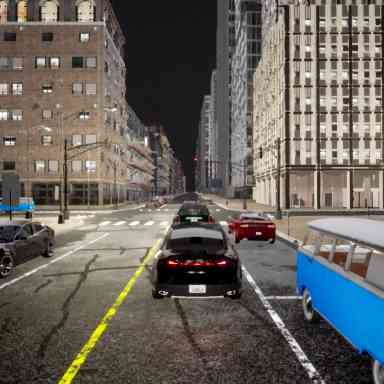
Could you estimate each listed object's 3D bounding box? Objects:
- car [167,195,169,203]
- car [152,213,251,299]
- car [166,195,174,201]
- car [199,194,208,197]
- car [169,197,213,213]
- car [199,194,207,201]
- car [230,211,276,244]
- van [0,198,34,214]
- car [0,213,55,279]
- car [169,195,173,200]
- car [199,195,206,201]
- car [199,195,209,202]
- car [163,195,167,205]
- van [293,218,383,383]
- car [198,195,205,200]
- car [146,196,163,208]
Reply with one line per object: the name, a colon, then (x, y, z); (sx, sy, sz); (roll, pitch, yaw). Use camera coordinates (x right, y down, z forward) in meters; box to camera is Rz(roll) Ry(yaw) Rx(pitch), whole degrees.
car: (-5.681, 1.562, 59.454); (1.802, 1.307, 4.206); (1, 0, 0)
car: (0.100, 1.506, 8.433); (1.837, 1.490, 4.892); (0, 0, 0)
car: (-5.680, 1.475, 87.542); (1.752, 1.417, 4.829); (1, 0, 0)
car: (2.699, 1.531, 59.453); (2.008, 1.369, 4.403); (1, 0, 0)
car: (0.070, 1.352, 17.526); (2.097, 1.767, 4.553); (0, 0, -1)
car: (2.701, 1.396, 82.059); (1.967, 1.590, 4.097); (1, 0, 0)
car: (2.698, 1.545, 15.706); (1.887, 1.381, 4.507); (1, 0, 0)
van: (-19.737, 1.525, 37.021); (3.998, 1.788, 1.690); (0, 0, 1)
car: (-5.683, 1.567, 10.135); (1.947, 1.339, 4.313); (1, 0, 0)
car: (-5.681, 1.519, 70.756); (2.008, 1.369, 4.403); (1, 0, 0)
car: (2.700, 1.475, 87.880); (1.752, 1.417, 4.829); (1, 0, 0)
car: (2.700, 1.513, 76.406); (2.008, 1.369, 4.403); (1, 0, 0)
car: (-5.679, 1.426, 53.803); (1.967, 1.590, 4.097); (1, 0, 0)
van: (2.701, 1.342, 4.553); (1.690, 1.788, 3.998); (1, 0, 0)
car: (2.699, 1.524, 93.362); (1.802, 1.307, 4.206); (1, 0, 0)
car: (-5.682, 1.573, 48.150); (1.802, 1.307, 4.206); (1, 0, 0)
